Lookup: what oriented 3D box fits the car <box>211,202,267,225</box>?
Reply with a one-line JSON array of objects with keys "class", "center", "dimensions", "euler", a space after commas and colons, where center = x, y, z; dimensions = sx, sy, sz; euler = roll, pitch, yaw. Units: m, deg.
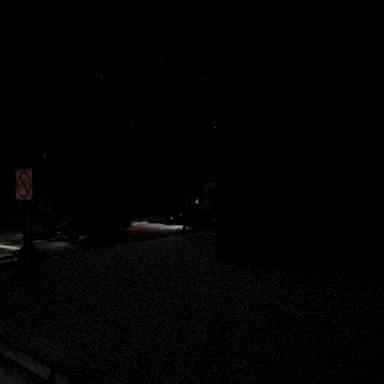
[{"class": "car", "center": [3.739, 1.596, 25.732], "dimensions": [2.033, 1.411, 5.357], "euler": [0, 0, 36]}]

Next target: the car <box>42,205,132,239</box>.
[{"class": "car", "center": [-5.468, 1.515, 17.905], "dimensions": [1.882, 1.535, 5.008], "euler": [0, 0, 35]}]

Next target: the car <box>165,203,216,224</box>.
[{"class": "car", "center": [-0.087, 1.581, 25.454], "dimensions": [1.812, 1.442, 4.674], "euler": [0, 0, 35]}]
